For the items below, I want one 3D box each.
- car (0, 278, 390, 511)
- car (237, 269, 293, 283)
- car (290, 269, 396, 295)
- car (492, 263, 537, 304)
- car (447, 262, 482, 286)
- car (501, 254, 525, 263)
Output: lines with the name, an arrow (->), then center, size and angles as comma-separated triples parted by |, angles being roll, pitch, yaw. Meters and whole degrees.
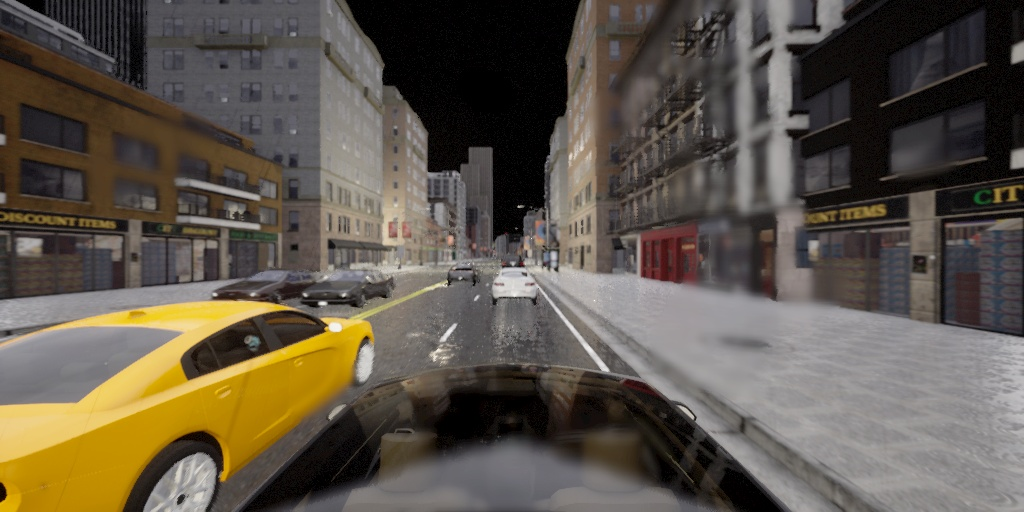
car -> -3.149, 1.219, 3.839 | 1.882, 1.535, 5.008 | 0, 0, 0
car -> -9.757, 1.241, 15.136 | 2.033, 1.411, 5.357 | 0, 0, 1
car -> -6.509, 1.242, 15.017 | 2.033, 1.411, 5.357 | 0, 0, 0
car -> 0.103, 1.216, 15.879 | 1.812, 1.442, 4.674 | 0, 0, 0
car -> -3.144, 1.147, 24.245 | 2.128, 1.511, 4.902 | 0, 0, 0
car -> 0.107, 0.834, 34.922 | 2.150, 2.045, 5.566 | 0, 0, 0
